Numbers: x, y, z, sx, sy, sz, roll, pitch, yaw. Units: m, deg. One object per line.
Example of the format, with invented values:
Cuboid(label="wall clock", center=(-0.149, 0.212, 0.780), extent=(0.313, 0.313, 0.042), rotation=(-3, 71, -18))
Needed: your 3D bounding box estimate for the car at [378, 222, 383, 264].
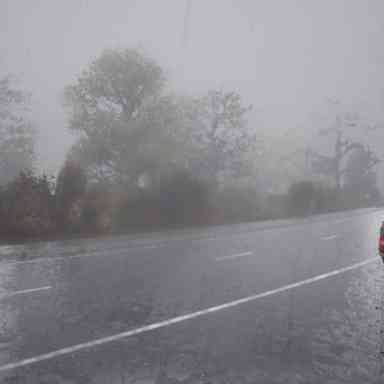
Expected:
Cuboid(label="car", center=(7.751, 1.247, 10.321), extent=(5.566, 2.045, 2.150), rotation=(0, 0, -42))
